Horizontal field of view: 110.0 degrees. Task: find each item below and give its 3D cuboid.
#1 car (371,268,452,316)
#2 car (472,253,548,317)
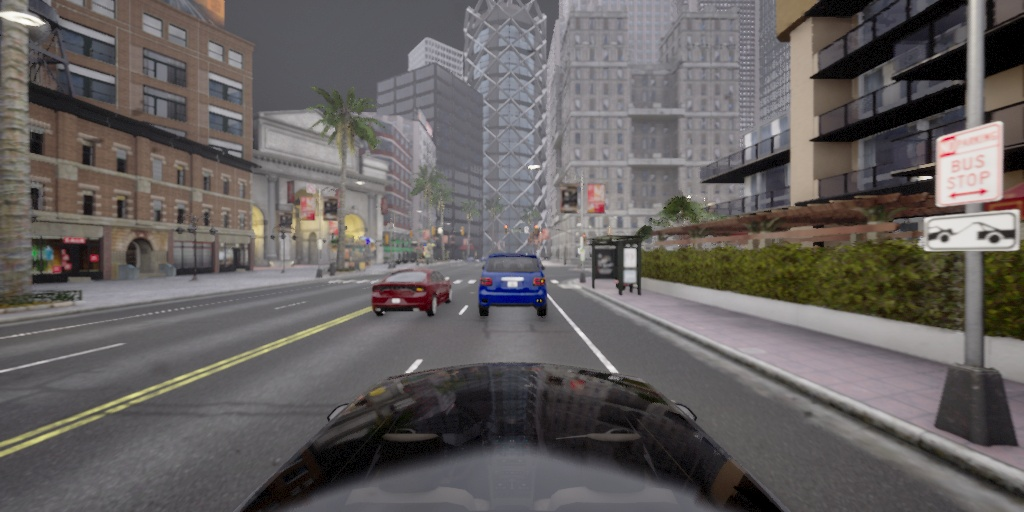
[{"bbox_3d":[-3.444,1.185,13.176,1.882,1.535,5.008,0,0,0],"label":"car"},{"bbox_3d":[0.053,0.925,13.021,2.150,2.045,5.566,0,0,1],"label":"car"}]
